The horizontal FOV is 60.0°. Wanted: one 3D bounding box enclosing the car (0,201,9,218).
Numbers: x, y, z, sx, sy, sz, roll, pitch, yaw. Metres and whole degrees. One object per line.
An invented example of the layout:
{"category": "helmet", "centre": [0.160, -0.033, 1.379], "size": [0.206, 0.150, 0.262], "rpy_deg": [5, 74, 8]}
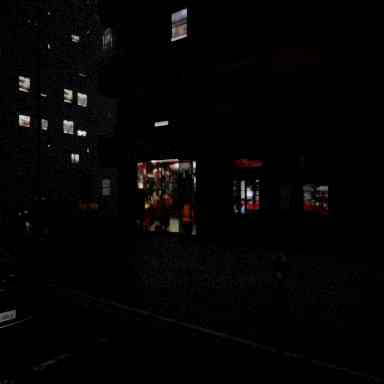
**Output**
{"category": "car", "centre": [-13.999, 1.350, 26.052], "size": [2.008, 1.369, 4.403], "rpy_deg": [1, 1, 35]}

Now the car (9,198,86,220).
{"category": "car", "centre": [-11.049, 1.283, 25.822], "size": [1.837, 1.490, 4.892], "rpy_deg": [0, 1, 33]}

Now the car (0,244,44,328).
{"category": "car", "centre": [-4.438, 1.551, 6.040], "size": [4.403, 1.369, 2.008], "rpy_deg": [0, 0, 36]}

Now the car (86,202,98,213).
{"category": "car", "centre": [-10.909, 1.250, 30.477], "size": [1.752, 1.417, 4.829], "rpy_deg": [1, 1, 35]}
